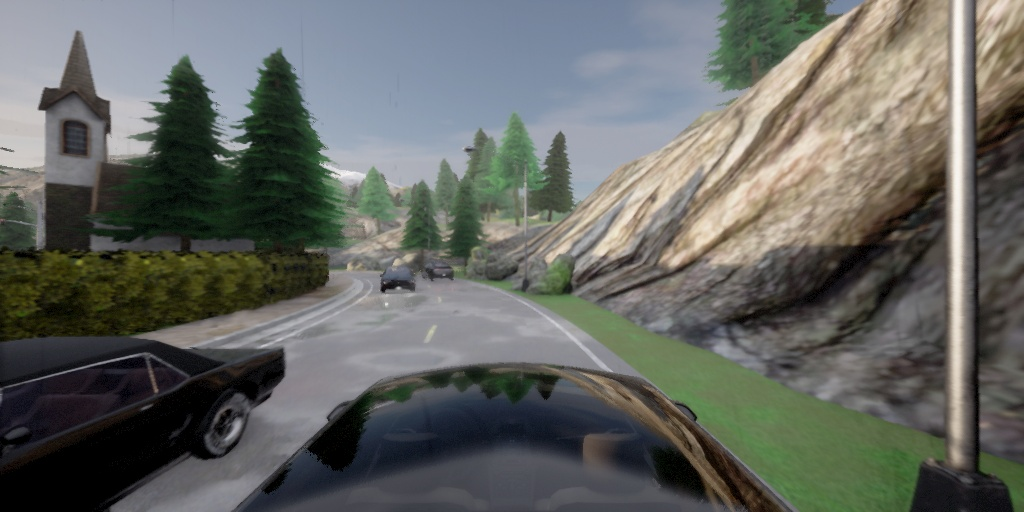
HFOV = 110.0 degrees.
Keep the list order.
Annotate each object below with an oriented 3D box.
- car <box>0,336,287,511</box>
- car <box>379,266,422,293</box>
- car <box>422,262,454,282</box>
[{"bbox_3d":[-3.721,1.346,2.244,1.895,1.301,4.718,0,0,-1],"label":"car"},{"bbox_3d":[-6.702,1.289,21.109,2.033,1.411,5.357,0,0,-19],"label":"car"},{"bbox_3d":[-6.189,1.234,29.446,2.128,1.511,4.902,0,0,-25],"label":"car"}]
